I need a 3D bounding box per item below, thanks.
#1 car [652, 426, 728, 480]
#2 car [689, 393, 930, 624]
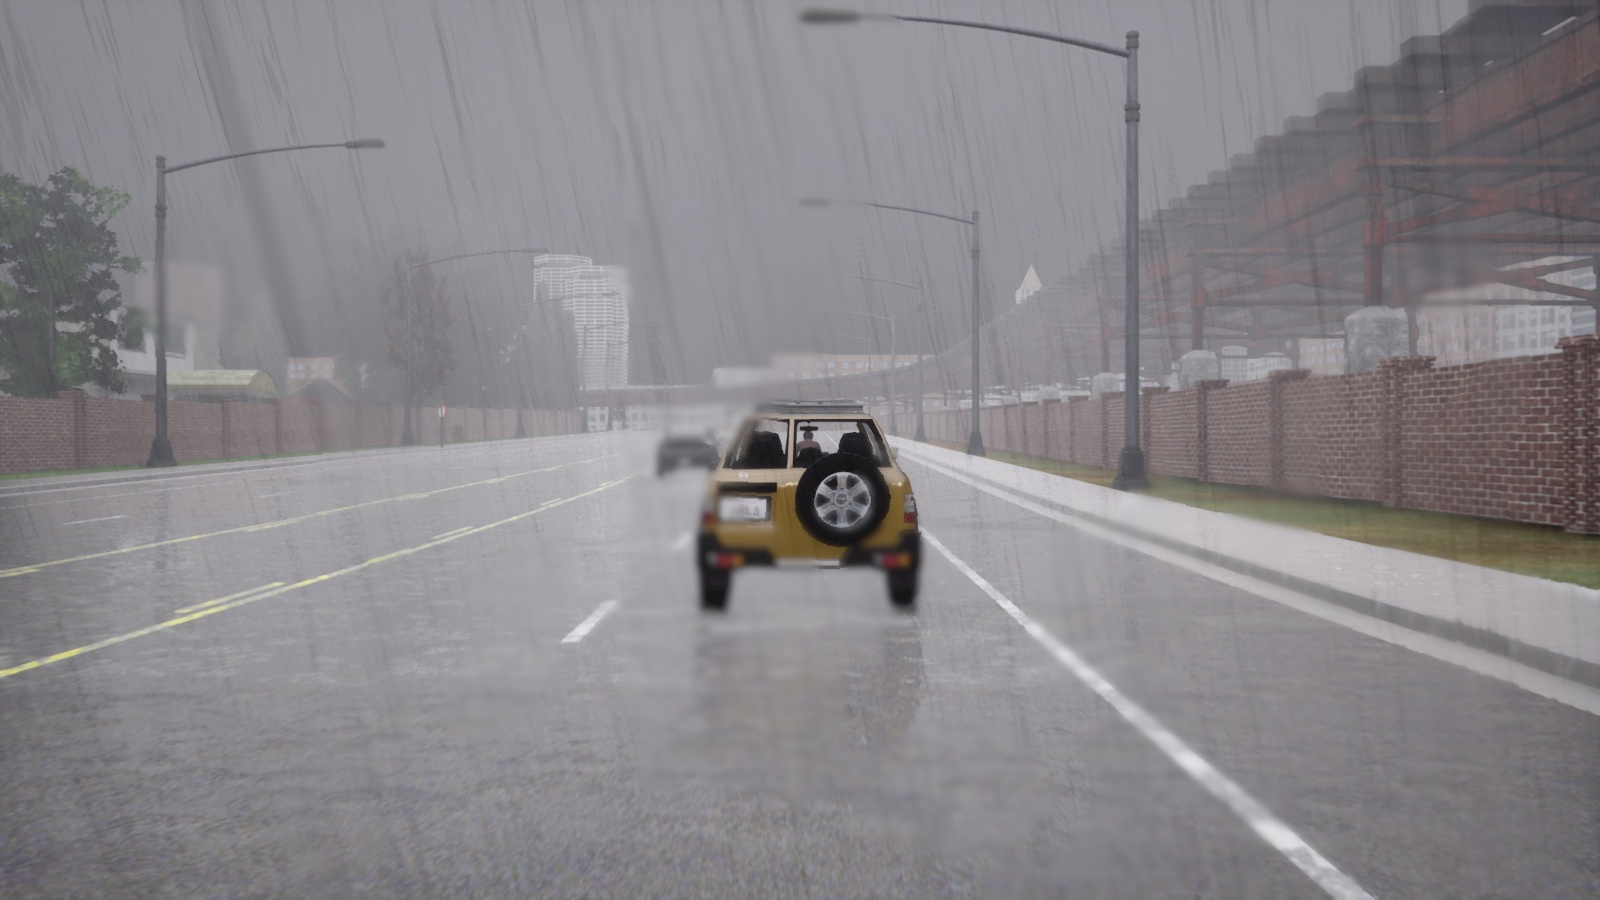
[{"bbox_3d":[-3.260,0.030,38.111,1.837,1.490,4.892,0,2,0],"label":"car"},{"bbox_3d":[0.088,0.439,12.385,1.932,1.855,4.605,0,1,0],"label":"car"}]
